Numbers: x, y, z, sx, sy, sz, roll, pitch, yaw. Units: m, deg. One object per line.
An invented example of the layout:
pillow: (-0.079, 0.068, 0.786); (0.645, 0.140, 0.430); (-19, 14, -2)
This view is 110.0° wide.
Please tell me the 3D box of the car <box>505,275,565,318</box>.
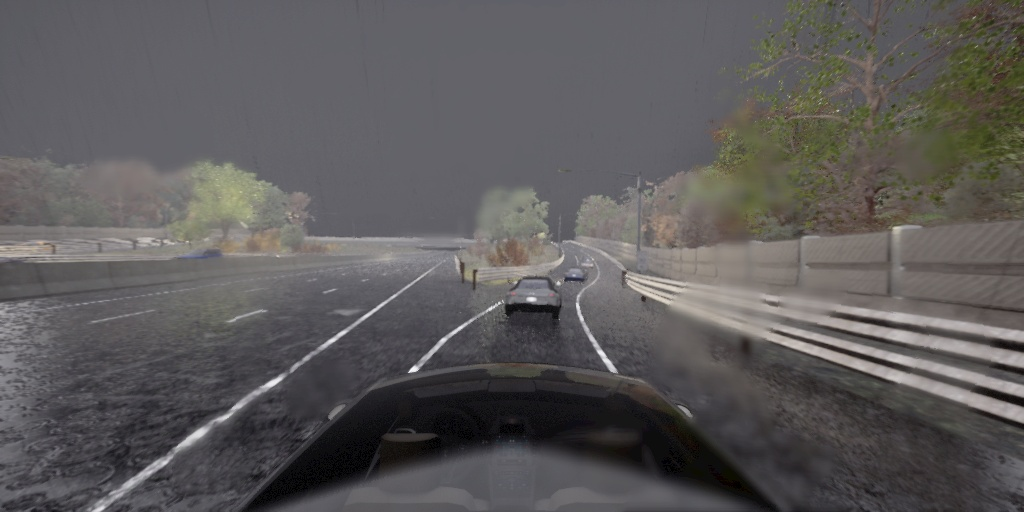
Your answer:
car: (0.956, 1.474, 14.077); (1.994, 1.385, 4.181); (1, -1, 8)

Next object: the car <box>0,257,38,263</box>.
car: (-33.087, 0.760, 23.256); (1.994, 1.385, 4.181); (1, 0, -9)

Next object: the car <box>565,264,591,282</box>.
car: (6.462, 1.833, 36.018); (1.994, 1.385, 4.181); (1, 0, 16)

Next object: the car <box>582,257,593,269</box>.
car: (12.550, 1.415, 59.724); (1.895, 1.301, 4.718); (1, 3, 11)

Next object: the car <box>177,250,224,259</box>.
car: (-35.932, 0.267, 41.522); (2.150, 2.045, 5.566); (1, 0, -9)
